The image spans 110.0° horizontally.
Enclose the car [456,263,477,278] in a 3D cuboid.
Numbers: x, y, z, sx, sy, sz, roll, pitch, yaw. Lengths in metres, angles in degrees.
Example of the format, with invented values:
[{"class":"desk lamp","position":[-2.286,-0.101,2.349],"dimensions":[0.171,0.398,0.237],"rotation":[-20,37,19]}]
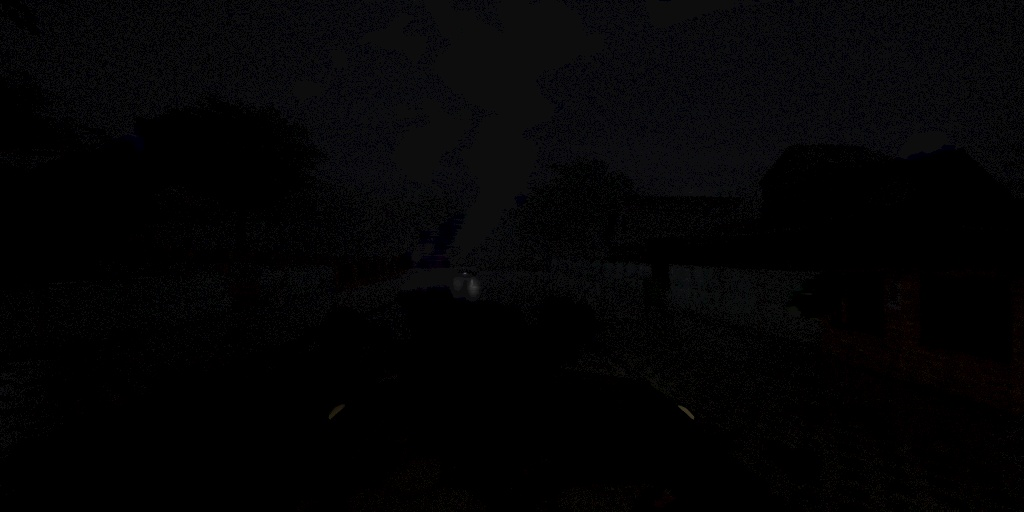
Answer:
[{"class":"car","position":[-4.289,1.309,34.331],"dimensions":[1.895,1.301,4.718],"rotation":[0,0,-5]}]
